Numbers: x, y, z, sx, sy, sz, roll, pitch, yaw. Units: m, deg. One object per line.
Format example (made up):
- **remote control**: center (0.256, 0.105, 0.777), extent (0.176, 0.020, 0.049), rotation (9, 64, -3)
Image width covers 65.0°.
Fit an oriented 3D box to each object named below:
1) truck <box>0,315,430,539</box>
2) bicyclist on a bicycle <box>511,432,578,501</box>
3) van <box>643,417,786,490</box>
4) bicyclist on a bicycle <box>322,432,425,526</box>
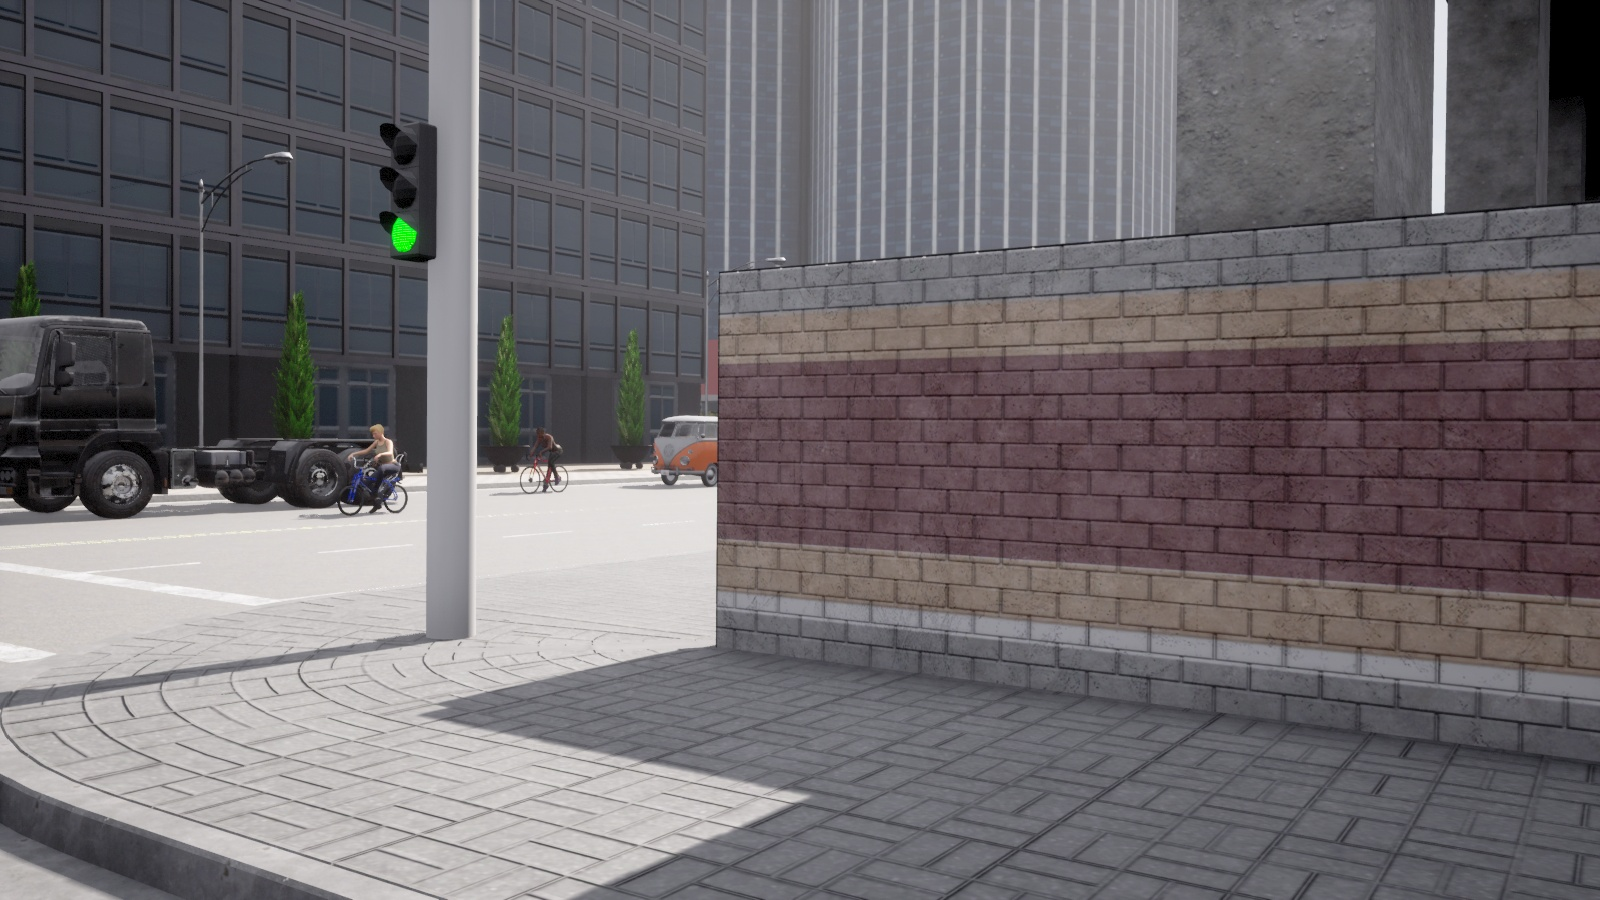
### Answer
- **truck**: center (-11.085, -0.415, 23.489), extent (2.891, 3.462, 7.936), rotation (0, 1, 34)
- **bicyclist on a bicycle**: center (-6.237, 0.377, 30.732), extent (0.582, 1.620, 1.656), rotation (0, 1, 34)
- **van**: center (-2.413, 0.064, 36.446), extent (1.775, 1.987, 4.442), rotation (0, 1, 34)
- **bicyclist on a bicycle**: center (-7.596, 0.486, 22.398), extent (0.866, 1.612, 1.509), rotation (0, 1, 34)
